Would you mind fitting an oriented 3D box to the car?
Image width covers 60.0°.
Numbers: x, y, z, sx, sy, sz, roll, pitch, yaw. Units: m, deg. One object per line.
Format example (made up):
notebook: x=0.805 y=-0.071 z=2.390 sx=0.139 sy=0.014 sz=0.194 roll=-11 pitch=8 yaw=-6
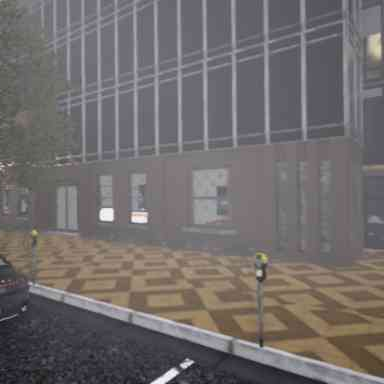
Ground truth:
car: x=-4.796 y=1.631 z=6.281 sx=4.403 sy=1.369 sz=2.008 roll=-1 pitch=0 yaw=35
